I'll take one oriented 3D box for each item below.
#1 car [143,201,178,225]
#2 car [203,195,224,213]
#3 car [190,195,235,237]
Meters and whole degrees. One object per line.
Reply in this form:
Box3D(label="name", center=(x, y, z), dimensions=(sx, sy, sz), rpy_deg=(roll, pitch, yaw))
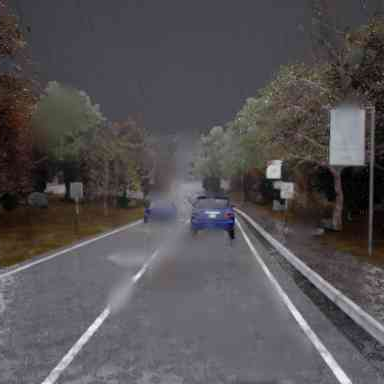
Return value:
Box3D(label="car", center=(-2.145, 1.400, 23.837), dimensions=(1.882, 1.535, 5.008), rpy_deg=(1, 0, 4))
Box3D(label="car", center=(2.263, 1.272, 36.022), dimensions=(2.097, 1.767, 4.553), rpy_deg=(0, 0, 2))
Box3D(label="car", center=(1.136, 1.190, 17.914), dimensions=(2.150, 2.045, 5.566), rpy_deg=(1, 0, 4))
